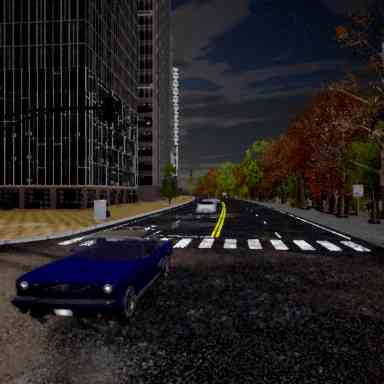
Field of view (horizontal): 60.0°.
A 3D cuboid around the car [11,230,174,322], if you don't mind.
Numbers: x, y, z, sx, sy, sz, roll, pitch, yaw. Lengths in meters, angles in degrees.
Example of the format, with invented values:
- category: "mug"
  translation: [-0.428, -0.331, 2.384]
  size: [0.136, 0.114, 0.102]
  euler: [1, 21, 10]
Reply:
- category: "car"
  translation: [-1.756, 1.606, 7.493]
  size: [1.895, 1.301, 4.718]
  euler: [0, 0, 8]

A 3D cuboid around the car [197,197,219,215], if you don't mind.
- category: "car"
  translation: [1.553, 1.544, 34.074]
  size: [1.812, 1.442, 4.674]
  euler: [0, 0, 6]
